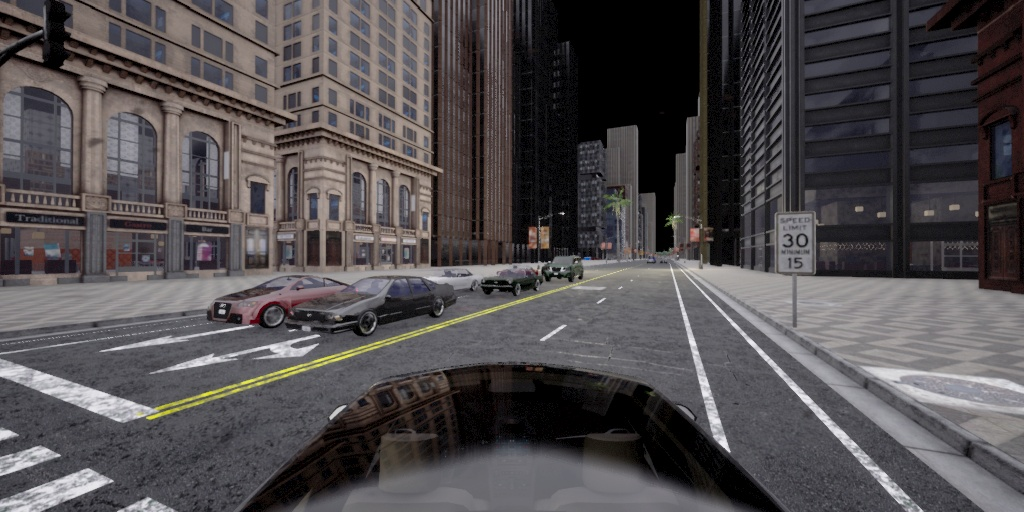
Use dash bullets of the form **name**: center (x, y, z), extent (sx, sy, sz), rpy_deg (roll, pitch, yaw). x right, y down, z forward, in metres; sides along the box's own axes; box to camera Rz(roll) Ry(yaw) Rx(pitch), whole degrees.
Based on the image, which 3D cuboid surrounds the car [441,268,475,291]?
- **car**: center (-3.481, 1.356, 19.468), extent (1.895, 1.301, 4.718), rpy_deg (0, 0, 24)

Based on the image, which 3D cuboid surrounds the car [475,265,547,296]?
- **car**: center (0.105, 1.357, 19.562), extent (1.895, 1.301, 4.718), rpy_deg (0, 0, 24)

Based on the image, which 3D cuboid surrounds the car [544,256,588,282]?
- **car**: center (4.377, 0.985, 29.369), extent (2.150, 2.045, 5.566), rpy_deg (0, 0, 23)

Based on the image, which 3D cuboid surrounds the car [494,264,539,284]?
- **car**: center (0.495, 1.363, 28.602), extent (1.895, 1.301, 4.718), rpy_deg (0, 0, 24)

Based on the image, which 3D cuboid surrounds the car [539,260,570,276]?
- **car**: center (4.601, 1.249, 37.945), extent (1.882, 1.535, 5.008), rpy_deg (0, 0, 24)

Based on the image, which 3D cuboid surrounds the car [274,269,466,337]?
- **car**: center (-3.721, 1.299, 10.770), extent (2.033, 1.411, 5.357), rpy_deg (0, 0, 24)

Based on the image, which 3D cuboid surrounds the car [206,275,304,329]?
- **car**: center (-6.972, 1.316, 11.433), extent (1.994, 1.385, 4.181), rpy_deg (0, 0, 24)
